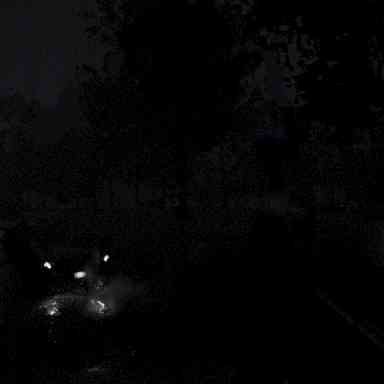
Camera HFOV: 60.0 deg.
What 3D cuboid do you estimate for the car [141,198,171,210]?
[{"bbox_3d":[-4.209,1.505,43.600,5.008,1.535,1.882,0,-1,-7],"label":"car"}]

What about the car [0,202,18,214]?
[{"bbox_3d":[-17.328,1.582,29.244,1.994,1.385,4.181,0,0,7],"label":"car"}]

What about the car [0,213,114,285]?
[{"bbox_3d":[-4.237,1.554,9.871,2.033,1.411,5.357,0,0,-38],"label":"car"}]

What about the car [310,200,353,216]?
[{"bbox_3d":[13.746,1.512,33.047,2.128,1.511,4.902,0,0,-16],"label":"car"}]
